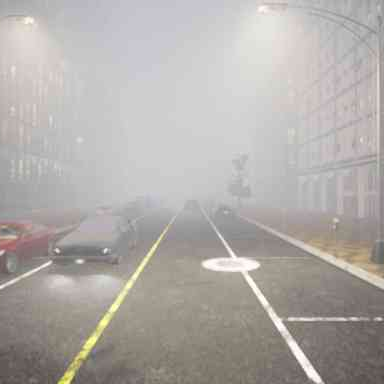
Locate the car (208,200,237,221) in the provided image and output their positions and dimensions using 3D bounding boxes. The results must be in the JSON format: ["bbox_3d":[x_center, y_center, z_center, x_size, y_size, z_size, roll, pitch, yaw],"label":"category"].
[{"bbox_3d":[2.621,1.599,27.566,1.947,1.339,4.313,0,0,0],"label":"car"}]

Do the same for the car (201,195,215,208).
[{"bbox_3d":[2.563,1.493,50.333,1.967,1.590,4.097,0,0,0],"label":"car"}]

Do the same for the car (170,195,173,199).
[{"bbox_3d":[-5.878,1.631,73.095,1.947,1.339,4.313,0,0,0],"label":"car"}]

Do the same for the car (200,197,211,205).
[{"bbox_3d":[2.532,1.642,61.717,1.802,1.307,4.206,0,0,0],"label":"car"}]

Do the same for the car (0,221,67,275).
[{"bbox_3d":[-5.715,1.595,10.479,1.802,1.307,4.206,0,0,0],"label":"car"}]

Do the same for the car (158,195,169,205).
[{"bbox_3d":[-5.848,1.499,61.709,1.967,1.590,4.097,0,0,0],"label":"car"}]

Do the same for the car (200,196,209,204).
[{"bbox_3d":[2.517,1.588,67.579,1.752,1.417,4.829,0,0,0],"label":"car"}]

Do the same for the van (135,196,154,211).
[{"bbox_3d":[-5.788,1.384,38.942,1.690,1.788,3.998,0,0,0],"label":"van"}]

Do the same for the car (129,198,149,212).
[{"bbox_3d":[-5.775,1.582,33.249,1.887,1.381,4.507,0,0,0],"label":"car"}]

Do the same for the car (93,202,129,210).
[{"bbox_3d":[-5.745,1.576,21.864,2.008,1.369,4.403,0,0,0],"label":"car"}]

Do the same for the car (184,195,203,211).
[{"bbox_3d":[-0.008,1.522,41.084,1.882,1.535,5.008,0,0,0],"label":"car"}]

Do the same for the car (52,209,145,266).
[{"bbox_3d":[-3.132,1.563,11.944,2.033,1.411,5.357,0,0,0],"label":"car"}]

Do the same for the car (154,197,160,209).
[{"bbox_3d":[-5.804,1.629,44.634,1.802,1.307,4.206,0,0,0],"label":"car"}]
